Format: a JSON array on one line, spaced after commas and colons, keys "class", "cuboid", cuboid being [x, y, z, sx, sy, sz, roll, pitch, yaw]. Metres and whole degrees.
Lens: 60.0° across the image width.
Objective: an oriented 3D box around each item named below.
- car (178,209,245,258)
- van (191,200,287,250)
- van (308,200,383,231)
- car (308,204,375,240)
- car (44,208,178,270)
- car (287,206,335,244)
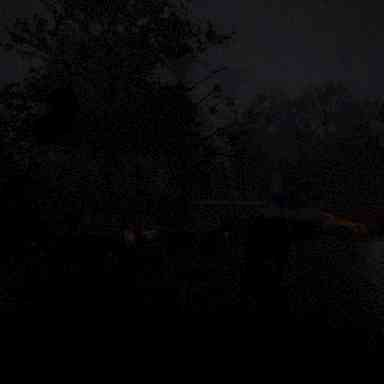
[{"class": "car", "cuboid": [-0.678, 1.587, 13.118, 4.792, 1.488, 2.163, -1, -1, 34]}, {"class": "van", "cuboid": [1.646, 1.364, 14.874, 4.442, 1.987, 1.878, -1, -1, 35]}, {"class": "van", "cuboid": [8.838, 1.465, 20.006, 4.442, 1.987, 1.878, -1, -1, 34]}, {"class": "car", "cuboid": [6.692, 1.650, 18.126, 5.366, 1.575, 1.946, -1, -2, 35]}, {"class": "car", "cuboid": [-3.026, 1.401, 11.378, 4.553, 1.767, 2.185, -1, -1, 34]}, {"class": "car", "cuboid": [4.145, 1.621, 16.514, 4.892, 1.521, 2.231, -1, -1, 35]}]
